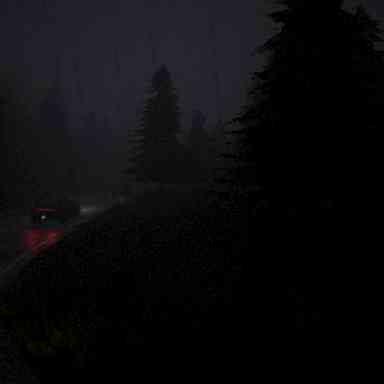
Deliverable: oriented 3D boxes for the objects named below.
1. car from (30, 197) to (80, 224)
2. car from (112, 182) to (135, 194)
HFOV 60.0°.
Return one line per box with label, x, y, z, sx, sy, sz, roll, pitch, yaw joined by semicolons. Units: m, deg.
car;-8.640;1.062;21.411;2.128;1.511;4.902;1;4;-4
car;-8.779;-0.501;42.761;1.812;1.442;4.674;0;4;8
